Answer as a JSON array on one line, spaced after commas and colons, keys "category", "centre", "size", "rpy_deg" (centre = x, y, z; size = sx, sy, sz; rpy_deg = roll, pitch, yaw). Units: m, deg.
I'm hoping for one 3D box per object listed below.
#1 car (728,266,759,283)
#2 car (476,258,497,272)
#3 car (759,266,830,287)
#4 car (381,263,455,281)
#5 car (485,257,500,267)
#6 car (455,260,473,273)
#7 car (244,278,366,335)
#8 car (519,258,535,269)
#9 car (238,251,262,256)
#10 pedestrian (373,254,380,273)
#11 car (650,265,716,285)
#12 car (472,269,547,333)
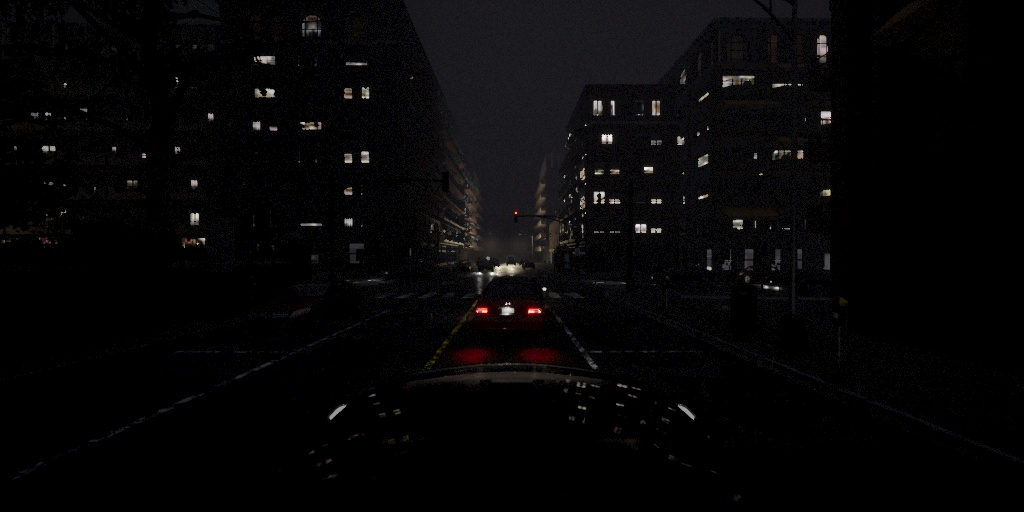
[{"category": "car", "centre": [21.293, 1.571, 31.431], "size": [4.097, 1.591, 1.967], "rpy_deg": [0, 0, -1]}, {"category": "car", "centre": [-3.228, 1.275, 45.108], "size": [1.812, 1.442, 4.674], "rpy_deg": [0, 0, 0]}, {"category": "car", "centre": [23.499, 1.732, 28.906], "size": [5.357, 1.411, 2.033], "rpy_deg": [1, 0, -1]}, {"category": "car", "centre": [-7.795, 1.251, 29.298], "size": [5.357, 1.411, 2.033], "rpy_deg": [1, 1, -33]}, {"category": "car", "centre": [-3.249, 1.100, 64.317], "size": [2.097, 1.767, 4.553], "rpy_deg": [0, 0, 0]}, {"category": "car", "centre": [-5.811, 1.188, 42.912], "size": [1.967, 1.591, 4.097], "rpy_deg": [0, 0, 0]}, {"category": "car", "centre": [-5.713, 1.331, 10.502], "size": [1.802, 1.307, 4.207], "rpy_deg": [0, 0, 0]}, {"category": "car", "centre": [2.535, 1.299, 54.209], "size": [2.007, 1.370, 4.403], "rpy_deg": [0, 0, 0]}, {"category": "car", "centre": [-17.606, 0.694, 25.075], "size": [5.566, 2.045, 2.150], "rpy_deg": [1, 0, -1]}, {"category": "pedestrian", "centre": [-12.807, 0.652, 33.884], "size": [0.375, 1.860, 0.375], "rpy_deg": [0, -1, -1]}, {"category": "car", "centre": [13.690, 1.502, 28.752], "size": [4.902, 1.511, 2.128], "rpy_deg": [1, 0, -1]}, {"category": "car", "centre": [0.052, 1.297, 10.715], "size": [2.033, 1.411, 5.357], "rpy_deg": [0, 0, 3]}]
